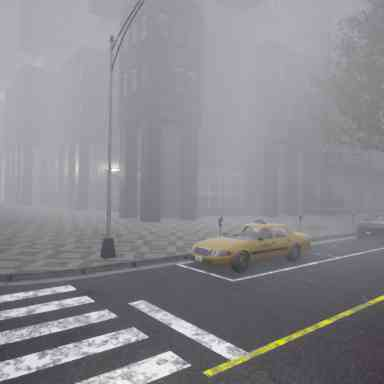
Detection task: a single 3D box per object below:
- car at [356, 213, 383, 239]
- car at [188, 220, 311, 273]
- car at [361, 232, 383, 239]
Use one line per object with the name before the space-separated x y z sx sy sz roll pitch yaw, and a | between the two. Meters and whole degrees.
car | 10.472 1.808 17.832 4.507 1.381 1.887 1 0 -39
car | 2.075 1.632 11.121 4.829 1.417 1.752 1 0 -39
car | 5.595 1.603 6.552 4.902 1.511 2.128 1 -1 -39
